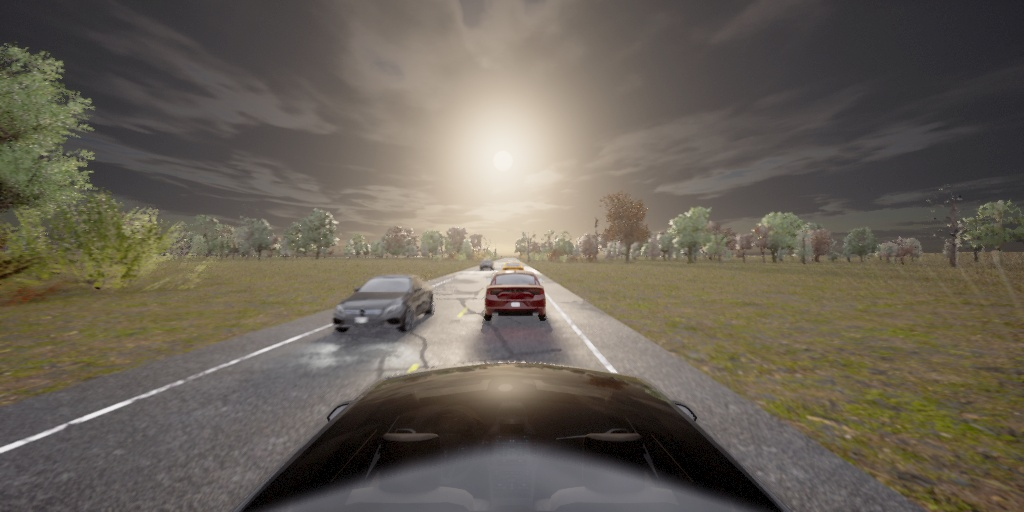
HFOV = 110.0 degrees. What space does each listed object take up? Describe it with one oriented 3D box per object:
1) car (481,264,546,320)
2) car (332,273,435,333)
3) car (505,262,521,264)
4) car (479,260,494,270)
[{"bbox_3d":[0.101,1.227,12.679,1.882,1.535,5.008,0,0,0],"label":"car"},{"bbox_3d":[-3.600,1.276,10.912,1.812,1.442,4.674,0,0,0],"label":"car"},{"bbox_3d":[0.102,1.227,31.070,1.882,1.535,5.008,0,0,0],"label":"car"},{"bbox_3d":[-3.568,1.255,51.055,1.837,1.490,4.892,0,-1,0],"label":"car"}]
